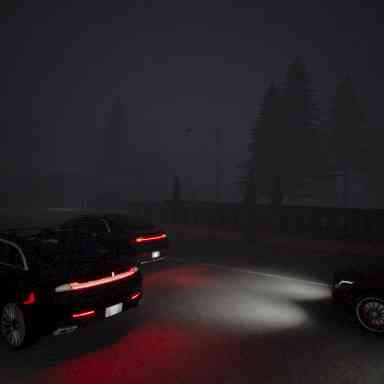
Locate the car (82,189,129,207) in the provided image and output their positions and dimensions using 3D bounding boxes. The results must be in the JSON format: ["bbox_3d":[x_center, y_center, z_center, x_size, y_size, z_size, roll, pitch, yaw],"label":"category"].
[{"bbox_3d":[-9.589,0.689,37.450,2.150,2.045,5.566,1,1,38],"label":"car"}]

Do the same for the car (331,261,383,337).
[{"bbox_3d":[4.614,1.525,4.994,4.674,1.442,1.812,0,0,36],"label":"car"}]

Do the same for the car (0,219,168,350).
[{"bbox_3d":[-3.069,1.413,6.140,4.902,1.511,2.128,1,1,36],"label":"car"}]

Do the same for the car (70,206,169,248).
[{"bbox_3d":[-2.925,1.386,10.348,4.892,1.490,1.837,1,1,36],"label":"car"}]
